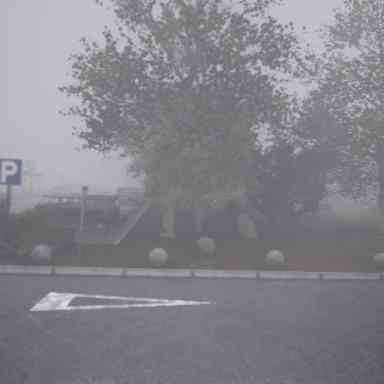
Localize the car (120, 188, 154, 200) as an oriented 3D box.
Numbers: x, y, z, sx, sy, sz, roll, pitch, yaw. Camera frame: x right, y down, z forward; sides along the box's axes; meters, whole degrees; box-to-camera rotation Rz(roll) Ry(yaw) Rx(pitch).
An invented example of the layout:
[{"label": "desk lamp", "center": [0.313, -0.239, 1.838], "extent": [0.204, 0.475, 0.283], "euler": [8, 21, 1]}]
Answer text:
[{"label": "car", "center": [-9.241, 0.343, 56.413], "extent": [5.366, 1.575, 1.946], "euler": [3, 1, -5]}]

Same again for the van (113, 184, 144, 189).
[{"label": "van", "center": [-8.061, 0.407, 45.367], "extent": [4.442, 1.987, 1.878], "euler": [3, 1, -5]}]

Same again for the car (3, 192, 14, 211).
[{"label": "car", "center": [-15.015, 0.698, 24.664], "extent": [2.128, 1.511, 4.902], "euler": [3, 1, -5]}]

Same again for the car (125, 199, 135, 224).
[{"label": "car", "center": [-6.209, 1.277, 20.469], "extent": [4.792, 1.488, 2.163], "euler": [3, 1, -5]}]

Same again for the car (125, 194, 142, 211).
[{"label": "car", "center": [-6.643, 1.137, 26.002], "extent": [4.792, 1.488, 2.163], "euler": [3, 1, -5]}]

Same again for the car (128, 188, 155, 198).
[{"label": "car", "center": [-9.702, 0.153, 64.726], "extent": [5.008, 1.535, 2.097], "euler": [3, 1, -5]}]

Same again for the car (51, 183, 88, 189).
[{"label": "car", "center": [-22.458, -0.686, 60.048], "extent": [5.566, 2.045, 2.435], "euler": [3, 1, -5]}]

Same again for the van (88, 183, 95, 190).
[{"label": "van", "center": [-22.972, -0.858, 68.441], "extent": [4.442, 1.987, 1.878], "euler": [3, 1, -5]}]

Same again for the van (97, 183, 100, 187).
[{"label": "van", "center": [-23.643, -1.007, 74.015], "extent": [4.442, 1.987, 1.878], "euler": [3, 1, -5]}]

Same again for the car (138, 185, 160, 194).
[{"label": "car", "center": [-11.615, -0.762, 89.624], "extent": [5.566, 2.045, 2.435], "euler": [3, 2, -5]}]

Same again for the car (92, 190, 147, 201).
[{"label": "car", "center": [-7.098, 0.968, 31.531], "extent": [5.008, 1.535, 2.097], "euler": [3, 1, -5]}]

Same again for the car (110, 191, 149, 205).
[{"label": "car", "center": [-7.977, 0.734, 42.598], "extent": [4.674, 1.452, 2.002], "euler": [3, 1, -5]}]

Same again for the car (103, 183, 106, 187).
[{"label": "car", "center": [-23.949, -0.891, 79.617], "extent": [4.792, 1.488, 2.163], "euler": [3, 1, -5]}]

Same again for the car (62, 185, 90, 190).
[{"label": "car", "center": [-16.804, 0.100, 48.508], "extent": [1.882, 1.535, 5.008], "euler": [3, 1, -4]}]

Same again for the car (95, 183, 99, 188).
[{"label": "car", "center": [-23.325, -0.707, 71.230], "extent": [5.008, 1.535, 2.097], "euler": [3, 1, -5]}]

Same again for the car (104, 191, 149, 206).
[{"label": "car", "center": [-7.760, 0.762, 39.829], "extent": [5.008, 1.535, 2.097], "euler": [3, 1, -5]}]

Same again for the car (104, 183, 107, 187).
[{"label": "car", "center": [-24.200, -0.963, 82.413], "extent": [4.674, 1.452, 2.002], "euler": [3, 1, -5]}]

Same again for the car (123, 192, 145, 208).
[{"label": "car", "center": [-6.893, 1.038, 28.764], "extent": [4.892, 1.521, 2.231], "euler": [3, 1, -5]}]

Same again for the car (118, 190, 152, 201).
[{"label": "car", "center": [-8.653, 0.519, 50.893], "extent": [4.792, 1.488, 2.163], "euler": [3, 1, -5]}]

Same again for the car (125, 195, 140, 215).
[{"label": "car", "center": [-6.639, 1.163, 23.220], "extent": [5.366, 1.575, 1.946], "euler": [3, 1, -5]}]

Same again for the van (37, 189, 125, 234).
[{"label": "van", "center": [-6.125, 1.084, 17.688], "extent": [4.442, 1.987, 1.878], "euler": [3, 1, -5]}]

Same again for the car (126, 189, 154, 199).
[{"label": "car", "center": [-9.246, 0.320, 59.197], "extent": [4.792, 1.488, 2.163], "euler": [3, 1, -5]}]

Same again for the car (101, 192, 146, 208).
[{"label": "car", "center": [-7.542, 0.871, 37.064], "extent": [4.674, 1.452, 2.002], "euler": [3, 1, -5]}]

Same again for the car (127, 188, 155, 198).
[{"label": "car", "center": [-9.484, 0.222, 61.960], "extent": [4.892, 1.521, 2.231], "euler": [3, 1, -5]}]

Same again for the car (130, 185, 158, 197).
[{"label": "car", "center": [-10.156, -0.234, 70.252], "extent": [5.566, 2.045, 2.435], "euler": [3, 1, -5]}]

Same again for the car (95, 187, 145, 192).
[{"label": "car", "center": [-7.283, 0.776, 34.297], "extent": [4.553, 1.767, 2.185], "euler": [3, 1, -5]}]

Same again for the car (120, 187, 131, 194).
[{"label": "car", "center": [-16.055, -0.475, 80.695], "extent": [2.128, 1.511, 4.902], "euler": [3, 1, -5]}]

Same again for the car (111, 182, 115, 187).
[{"label": "car", "center": [-24.864, -1.512, 90.786], "extent": [5.566, 2.045, 2.435], "euler": [3, 2, -5]}]

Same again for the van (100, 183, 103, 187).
[{"label": "van", "center": [-23.630, -1.069, 76.825], "extent": [4.442, 1.987, 1.878], "euler": [3, 1, -5]}]

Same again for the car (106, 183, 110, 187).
[{"label": "car", "center": [-24.407, -1.084, 85.206], "extent": [4.892, 1.521, 2.231], "euler": [3, 1, -5]}]
